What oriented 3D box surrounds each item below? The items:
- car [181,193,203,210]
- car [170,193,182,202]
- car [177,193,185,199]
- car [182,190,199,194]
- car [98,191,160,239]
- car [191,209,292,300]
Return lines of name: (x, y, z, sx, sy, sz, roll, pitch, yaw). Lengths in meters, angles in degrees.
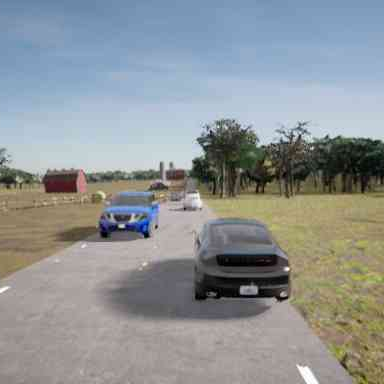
car: (0.093, 1.083, 35.062, 1.812, 1.442, 4.674, 0, 0, 0)
car: (-2.776, 0.966, 58.042, 1.837, 1.490, 4.892, 0, 0, 0)
car: (-2.690, 0.965, 83.034, 1.812, 1.442, 4.674, 0, 0, 0)
car: (0.062, 0.704, 47.347, 2.150, 2.045, 5.566, 0, 0, 1)
car: (-2.838, 0.990, 16.218, 2.150, 2.045, 5.566, 0, 1, 0)
car: (0.968, 1.384, 8.055, 1.837, 1.490, 4.892, 0, 1, 0)
